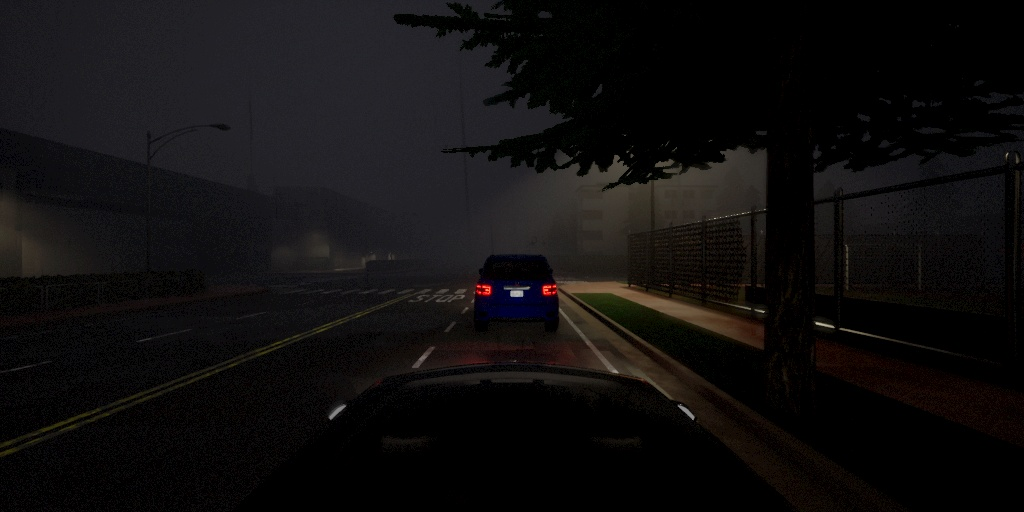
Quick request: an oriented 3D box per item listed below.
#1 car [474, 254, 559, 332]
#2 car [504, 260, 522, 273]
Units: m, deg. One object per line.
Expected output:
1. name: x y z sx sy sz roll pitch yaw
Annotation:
1. car: 0.119 0.972 11.021 2.150 2.045 5.566 0 0 0
2. car: 0.051 1.241 44.994 2.128 1.511 4.902 0 0 0
